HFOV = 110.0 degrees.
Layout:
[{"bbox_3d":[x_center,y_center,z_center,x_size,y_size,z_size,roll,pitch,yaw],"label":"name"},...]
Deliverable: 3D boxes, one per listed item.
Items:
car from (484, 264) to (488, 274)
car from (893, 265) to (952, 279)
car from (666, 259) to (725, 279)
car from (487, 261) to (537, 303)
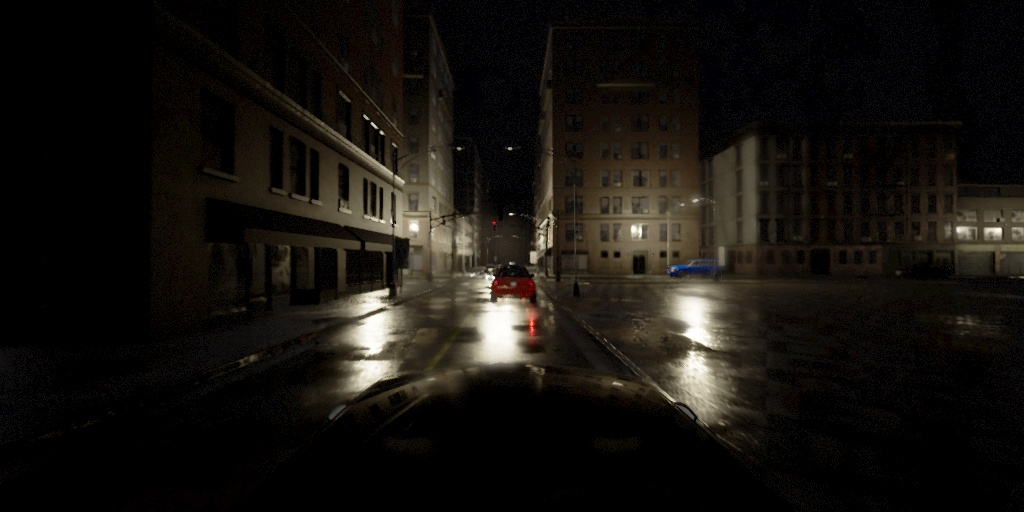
[{"bbox_3d":[-3.054,1.821,53.265,2.128,1.511,4.902,0,-1,0],"label":"car"},{"bbox_3d":[43.008,1.654,37.622,4.902,1.511,2.128,0,-1,0],"label":"car"},{"bbox_3d":[19.167,1.380,37.539,5.566,2.045,2.150,0,-1,0],"label":"car"},{"bbox_3d":[0.081,1.287,18.062,2.097,1.767,4.553,0,-1,0],"label":"car"}]
